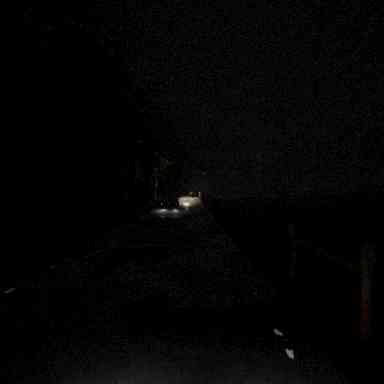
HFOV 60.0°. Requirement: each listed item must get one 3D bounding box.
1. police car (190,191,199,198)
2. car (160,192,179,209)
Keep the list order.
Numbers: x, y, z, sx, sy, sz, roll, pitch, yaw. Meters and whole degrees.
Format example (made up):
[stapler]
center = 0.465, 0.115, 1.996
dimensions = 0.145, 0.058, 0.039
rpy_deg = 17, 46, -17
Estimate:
[police car]
center = 0.987, 0.711, 92.200
dimensions = 1.930, 1.638, 5.238
rpy_deg = 0, 0, 0
[car]
center = -2.826, 1.030, 43.318
dimensions = 2.150, 2.045, 5.566
rpy_deg = 0, 0, 0
